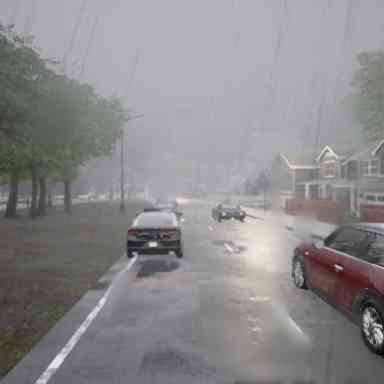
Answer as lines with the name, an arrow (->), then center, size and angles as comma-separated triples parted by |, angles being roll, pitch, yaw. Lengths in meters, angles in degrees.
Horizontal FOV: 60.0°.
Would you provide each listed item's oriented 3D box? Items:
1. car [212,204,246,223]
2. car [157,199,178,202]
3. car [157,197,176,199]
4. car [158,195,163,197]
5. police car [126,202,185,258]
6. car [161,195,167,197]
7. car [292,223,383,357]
car -> 2.655, 1.555, 25.304 | 1.895, 1.301, 4.718 | 0, 0, -4
car -> -1.797, 1.472, 22.760 | 1.837, 1.490, 4.892 | 0, 0, -4
car -> -2.227, 1.473, 28.757 | 1.812, 1.442, 4.674 | 0, 0, -5
car -> -5.798, 1.279, 65.251 | 1.882, 1.535, 5.008 | 0, 0, -10
police car -> -1.300, 1.415, 12.865 | 1.930, 1.638, 5.238 | 0, 0, -2
car -> -3.064, 1.480, 47.184 | 1.895, 1.301, 4.718 | 0, 0, -7
car -> 3.486, 1.348, 6.203 | 2.097, 1.767, 4.553 | 0, 0, -1
